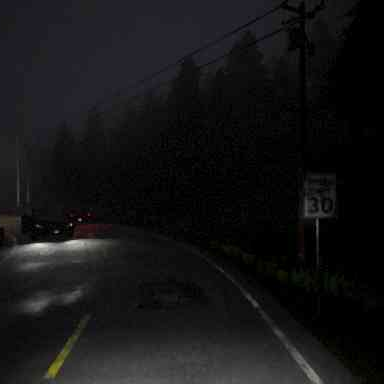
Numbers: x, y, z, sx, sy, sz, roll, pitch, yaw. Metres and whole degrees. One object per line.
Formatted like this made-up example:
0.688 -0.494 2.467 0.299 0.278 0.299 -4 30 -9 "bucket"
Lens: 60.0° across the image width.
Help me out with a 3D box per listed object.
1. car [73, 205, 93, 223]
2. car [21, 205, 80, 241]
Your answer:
-9.119 1.589 23.965 4.718 1.301 1.895 0 0 45 "car"
-7.449 1.518 16.916 1.812 1.442 4.674 0 0 -35 "car"
